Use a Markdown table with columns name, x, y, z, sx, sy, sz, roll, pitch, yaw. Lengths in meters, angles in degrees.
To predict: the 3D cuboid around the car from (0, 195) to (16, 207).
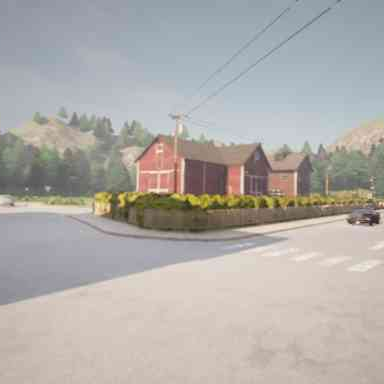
| name | x | y | z | sx | sy | sz | roll | pitch | yaw |
| --- | --- | --- | --- | --- | --- | --- | --- | --- | --- |
| car | -24.297 | 1.118 | 43.370 | 1.812 | 1.442 | 4.674 | 1 | 0 | -33 |

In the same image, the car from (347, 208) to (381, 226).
| name | x | y | z | sx | sy | sz | roll | pitch | yaw |
| --- | --- | --- | --- | --- | --- | --- | --- | --- | --- |
| car | 14.965 | 2.094 | 28.781 | 2.033 | 1.411 | 5.357 | 1 | 0 | 38 |
